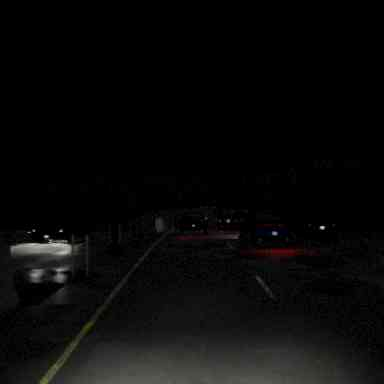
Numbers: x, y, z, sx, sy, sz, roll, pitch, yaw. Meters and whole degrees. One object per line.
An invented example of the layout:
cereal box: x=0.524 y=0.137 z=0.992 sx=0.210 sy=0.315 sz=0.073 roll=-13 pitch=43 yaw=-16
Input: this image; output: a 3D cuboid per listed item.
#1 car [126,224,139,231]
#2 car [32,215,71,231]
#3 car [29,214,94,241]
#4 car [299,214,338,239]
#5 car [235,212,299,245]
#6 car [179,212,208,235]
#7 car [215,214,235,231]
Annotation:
car: x=-10.511 y=6.505 z=59.534 sx=1.882 sy=1.535 sz=5.008 roll=0 pitch=-7 yaw=0
car: x=-14.084 y=3.203 z=33.735 sx=1.837 sy=1.490 sz=4.892 roll=0 pitch=-7 yaw=0
car: x=-7.094 y=1.941 z=18.877 sx=2.033 sy=1.411 sz=5.357 roll=0 pitch=-3 yaw=0
car: x=7.095 y=2.029 z=20.105 sx=1.994 sy=1.385 sz=4.181 roll=0 pitch=-3 yaw=0
car: x=3.596 y=1.770 z=16.943 sx=1.882 sy=1.535 sz=5.008 roll=0 pitch=-3 yaw=0
car: x=0.094 y=2.208 z=23.869 sx=1.882 sy=1.535 sz=5.008 roll=0 pitch=-4 yaw=0
car: x=3.592 y=3.210 z=35.066 sx=2.097 sy=1.767 sz=4.553 roll=0 pitch=-7 yaw=0
